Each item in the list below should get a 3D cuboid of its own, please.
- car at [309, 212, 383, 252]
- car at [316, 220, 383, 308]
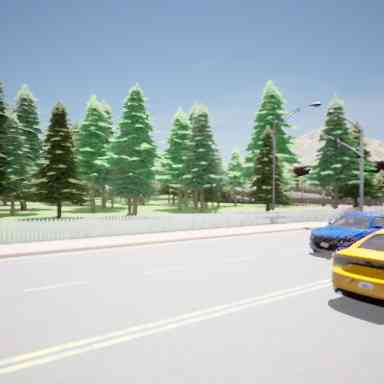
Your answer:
[{"bbox_3d":[6.634,1.577,13.005,5.008,1.535,1.882,1,0,-35],"label":"car"},{"bbox_3d":[5.155,1.543,7.427,5.008,1.535,1.882,0,0,-35],"label":"car"}]
